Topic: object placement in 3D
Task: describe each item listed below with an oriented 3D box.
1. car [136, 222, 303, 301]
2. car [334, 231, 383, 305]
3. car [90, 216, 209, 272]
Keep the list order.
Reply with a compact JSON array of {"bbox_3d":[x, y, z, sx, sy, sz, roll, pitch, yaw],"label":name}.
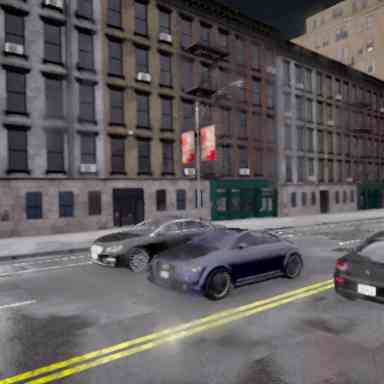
[{"bbox_3d":[0.973,1.625,8.558,4.181,1.385,1.994,0,-1,-38],"label":"car"},{"bbox_3d":[4.873,1.540,7.217,4.674,1.442,1.812,0,-1,-38],"label":"car"},{"bbox_3d":[-0.907,1.592,11.213,4.902,1.511,2.128,0,-1,-38],"label":"car"}]
